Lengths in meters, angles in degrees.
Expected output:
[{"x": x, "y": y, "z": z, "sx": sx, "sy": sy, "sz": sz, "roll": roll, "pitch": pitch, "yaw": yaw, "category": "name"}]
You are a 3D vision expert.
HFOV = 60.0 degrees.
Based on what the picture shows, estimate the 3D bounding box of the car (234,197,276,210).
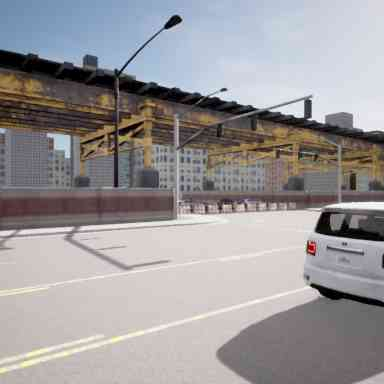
[{"x": 8.085, "y": 1.453, "z": 43.000, "sx": 4.974, "sy": 1.542, "sz": 2.038, "roll": 0, "pitch": 0, "yaw": -7, "category": "car"}]

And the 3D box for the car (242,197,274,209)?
[{"x": 8.033, "y": 1.295, "z": 42.993, "sx": 4.536, "sy": 1.218, "sz": 1.853, "roll": 0, "pitch": 0, "yaw": -7, "category": "car"}]

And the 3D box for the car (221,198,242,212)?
[{"x": 4.166, "y": 1.453, "z": 39.249, "sx": 2.038, "sy": 1.542, "sz": 4.974, "roll": 0, "pitch": 0, "yaw": 18, "category": "car"}]

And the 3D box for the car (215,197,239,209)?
[{"x": 4.181, "y": 1.295, "z": 39.299, "sx": 1.853, "sy": 1.218, "sz": 4.536, "roll": 0, "pitch": 0, "yaw": 18, "category": "car"}]

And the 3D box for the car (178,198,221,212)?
[{"x": 0.414, "y": 1.453, "z": 36.573, "sx": 4.974, "sy": 1.542, "sz": 2.038, "roll": 0, "pitch": 0, "yaw": 8, "category": "car"}]

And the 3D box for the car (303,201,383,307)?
[{"x": 4.766, "y": 1.221, "z": 7.157, "sx": 5.566, "sy": 2.045, "sz": 2.150, "roll": 0, "pitch": 0, "yaw": -35, "category": "car"}]

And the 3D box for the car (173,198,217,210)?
[{"x": 0.363, "y": 1.295, "z": 36.580, "sx": 4.536, "sy": 1.218, "sz": 1.853, "roll": 0, "pitch": 0, "yaw": 8, "category": "car"}]
